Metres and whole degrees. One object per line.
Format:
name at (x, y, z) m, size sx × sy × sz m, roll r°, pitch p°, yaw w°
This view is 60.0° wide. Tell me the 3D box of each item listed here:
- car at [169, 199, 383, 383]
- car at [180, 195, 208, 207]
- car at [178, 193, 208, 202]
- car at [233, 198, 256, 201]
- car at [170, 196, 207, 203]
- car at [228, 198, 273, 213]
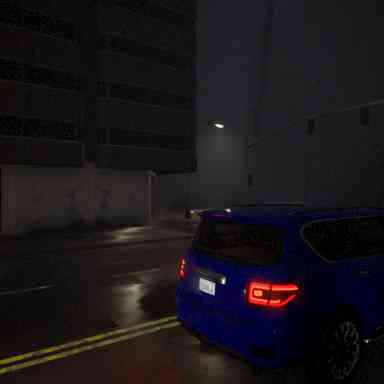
car at (2.380, 1.221, 5.507) m, size 5.566 × 2.045 × 2.150 m, roll 0°, pitch 0°, yaw -35°
car at (0.262, 1.355, 53.006) m, size 2.097 × 1.767 × 4.553 m, roll 0°, pitch 0°, yaw -36°
car at (-0.045, 1.222, 47.209) m, size 2.150 × 2.045 × 5.566 m, roll 0°, pitch 0°, yaw -35°
car at (5.405, 1.491, 33.789) m, size 2.128 × 1.511 × 4.902 m, roll 0°, pitch 0°, yaw -36°
car at (-0.898, 1.548, 42.424) m, size 2.033 × 1.411 × 5.357 m, roll 0°, pitch 0°, yaw -36°
car at (6.610, 1.491, 38.073) m, size 2.128 × 1.511 × 4.902 m, roll 0°, pitch 0°, yaw -36°
